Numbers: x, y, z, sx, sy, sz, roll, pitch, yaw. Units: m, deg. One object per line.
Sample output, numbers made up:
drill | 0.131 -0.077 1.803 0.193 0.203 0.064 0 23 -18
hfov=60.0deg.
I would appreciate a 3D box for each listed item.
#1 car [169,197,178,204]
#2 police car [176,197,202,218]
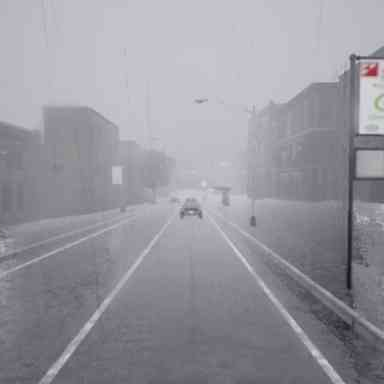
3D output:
car | -3.341 1.627 65.560 1.994 1.385 4.181 0 0 1
police car | -0.058 1.526 30.297 2.038 1.542 4.974 0 0 0
